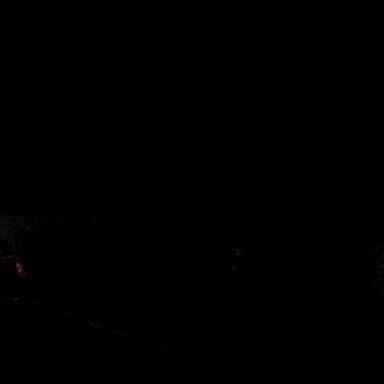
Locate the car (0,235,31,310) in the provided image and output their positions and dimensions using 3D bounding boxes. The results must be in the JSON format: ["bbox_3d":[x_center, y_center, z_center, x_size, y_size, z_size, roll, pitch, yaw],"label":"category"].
[{"bbox_3d":[-5.034,1.439,6.549,4.097,1.590,1.967,0,0,35],"label":"car"}]
